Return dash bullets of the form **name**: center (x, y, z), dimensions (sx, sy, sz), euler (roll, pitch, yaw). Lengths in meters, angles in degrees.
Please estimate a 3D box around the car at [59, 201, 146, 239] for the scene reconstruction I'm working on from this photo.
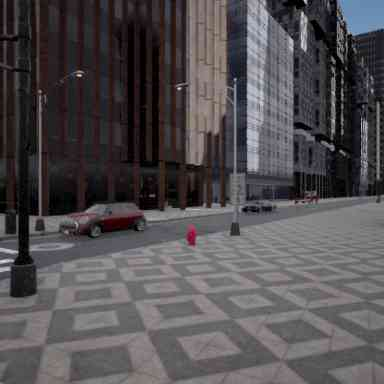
- **car**: center (-4.549, 1.304, 17.376), dimensions (2.097, 1.767, 4.553), euler (0, 0, 36)

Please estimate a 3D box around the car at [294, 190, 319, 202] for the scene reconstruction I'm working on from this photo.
- **car**: center (15.787, 0.706, 45.645), dimensions (2.150, 2.045, 5.566), euler (0, 0, 36)

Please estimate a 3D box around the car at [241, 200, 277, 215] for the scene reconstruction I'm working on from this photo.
- **car**: center (6.674, 1.500, 33.054), dimensions (1.895, 1.301, 4.718), euler (0, 0, 36)
